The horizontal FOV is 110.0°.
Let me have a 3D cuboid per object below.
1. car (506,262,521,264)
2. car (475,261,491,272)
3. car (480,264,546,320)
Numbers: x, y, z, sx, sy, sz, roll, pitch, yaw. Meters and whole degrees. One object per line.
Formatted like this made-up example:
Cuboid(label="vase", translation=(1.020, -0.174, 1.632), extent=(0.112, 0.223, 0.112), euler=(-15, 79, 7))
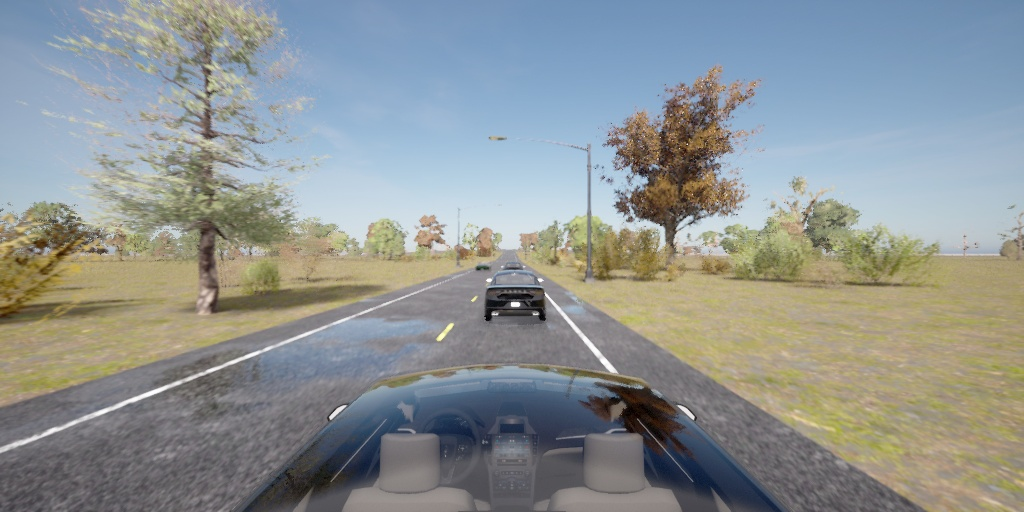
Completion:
Cuboid(label="car", translation=(0.105, 1.251, 31.044), extent=(1.837, 1.490, 4.892), euler=(0, 0, 0))
Cuboid(label="car", translation=(-3.549, 1.342, 45.407), extent=(1.895, 1.301, 4.718), euler=(0, 0, 0))
Cuboid(label="car", translation=(0.100, 1.227, 12.676), extent=(1.882, 1.535, 5.008), euler=(0, 0, 0))
